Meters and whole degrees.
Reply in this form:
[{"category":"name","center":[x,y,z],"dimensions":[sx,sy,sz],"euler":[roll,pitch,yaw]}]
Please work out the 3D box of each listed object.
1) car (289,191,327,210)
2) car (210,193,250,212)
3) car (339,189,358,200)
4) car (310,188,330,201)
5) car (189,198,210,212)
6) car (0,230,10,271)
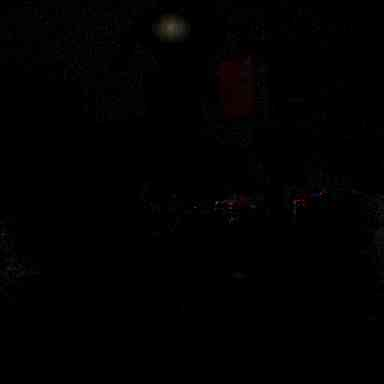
[{"category":"car","center":[11.166,0.941,32.432],"dimensions":[2.128,1.511,4.902],"euler":[-2,0,34]},{"category":"car","center":[4.149,1.033,34.007],"dimensions":[2.097,1.767,4.553],"euler":[-2,0,34]},{"category":"car","center":[24.725,0.350,52.465],"dimensions":[2.097,1.767,4.553],"euler":[-2,0,34]},{"category":"car","center":[19.300,0.410,50.432],"dimensions":[2.150,2.045,5.566],"euler":[-2,0,34]},{"category":"car","center":[1.471,1.337,35.838],"dimensions":[1.994,1.385,4.181],"euler":[-2,0,34]},{"category":"car","center":[-6.537,1.445,6.289],"dimensions":[2.033,1.411,5.357],"euler":[-2,0,34]}]
